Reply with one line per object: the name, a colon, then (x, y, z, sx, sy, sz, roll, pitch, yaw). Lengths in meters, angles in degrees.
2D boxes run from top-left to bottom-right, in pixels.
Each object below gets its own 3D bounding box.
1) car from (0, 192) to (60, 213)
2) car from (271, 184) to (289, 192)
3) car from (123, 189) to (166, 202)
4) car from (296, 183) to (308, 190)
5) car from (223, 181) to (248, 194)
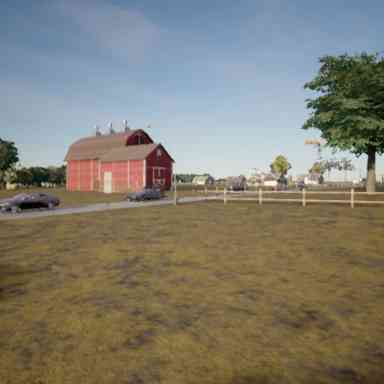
car: (-12.969, 0.790, 26.474, 2.128, 1.511, 4.902, 0, 2, 35)
car: (16.714, -0.794, 63.089, 2.033, 1.411, 5.357, 0, 2, 35)
car: (-5.204, 0.351, 37.381, 2.033, 1.411, 5.357, 0, 2, 35)
car: (24.937, -1.268, 74.807, 1.837, 1.490, 4.892, 0, 2, 35)
car: (7.152, -0.737, 54.569, 2.150, 2.045, 5.566, 0, 2, 35)
